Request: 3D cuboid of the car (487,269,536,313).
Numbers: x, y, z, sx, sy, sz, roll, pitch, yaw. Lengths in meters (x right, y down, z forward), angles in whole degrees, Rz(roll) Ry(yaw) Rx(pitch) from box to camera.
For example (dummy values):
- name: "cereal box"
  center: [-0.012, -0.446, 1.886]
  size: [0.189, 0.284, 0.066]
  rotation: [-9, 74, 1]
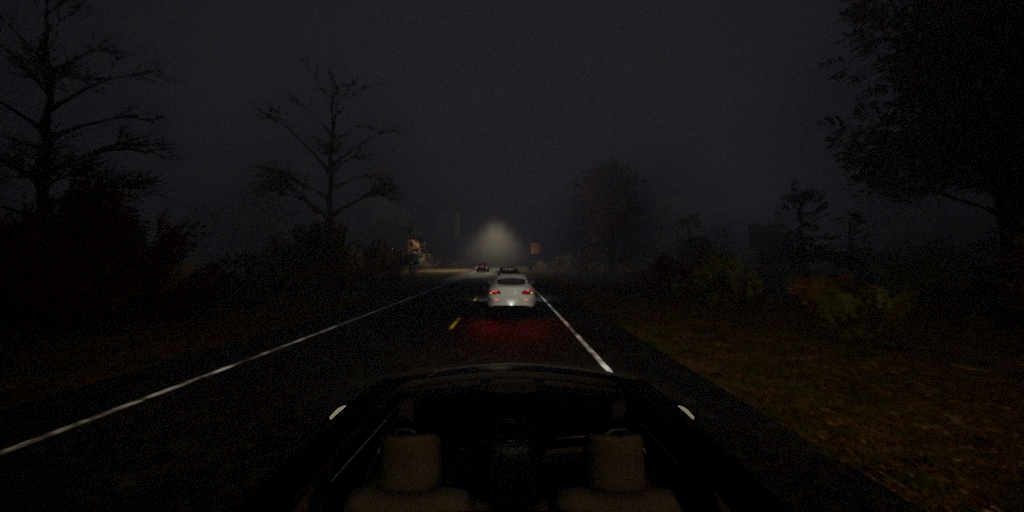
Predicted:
- name: "car"
  center: [-0.034, 1.447, 14.805]
  size: [1.812, 1.442, 4.674]
  rotation: [0, -1, 0]

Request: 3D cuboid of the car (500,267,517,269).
- name: "car"
  center: [-0.271, 1.602, 29.159]
  size: [2.128, 1.511, 4.902]
  rotation: [0, -1, -1]

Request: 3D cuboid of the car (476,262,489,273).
- name: "car"
  center: [-4.848, 1.858, 59.295]
  size: [2.097, 1.767, 4.553]
  rotation: [0, -1, -2]
